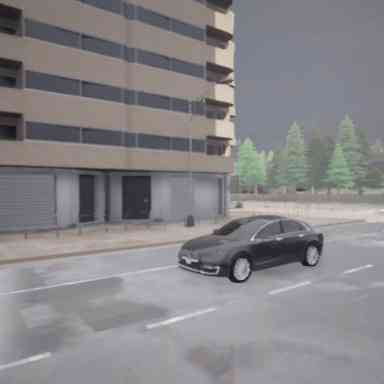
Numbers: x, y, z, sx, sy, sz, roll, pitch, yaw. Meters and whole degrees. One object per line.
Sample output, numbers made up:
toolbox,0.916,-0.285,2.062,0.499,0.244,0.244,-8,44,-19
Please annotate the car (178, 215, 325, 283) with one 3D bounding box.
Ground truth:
car,1.885,1.466,9.670,4.892,1.490,1.837,0,0,-36
